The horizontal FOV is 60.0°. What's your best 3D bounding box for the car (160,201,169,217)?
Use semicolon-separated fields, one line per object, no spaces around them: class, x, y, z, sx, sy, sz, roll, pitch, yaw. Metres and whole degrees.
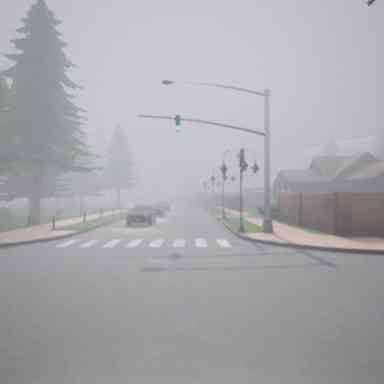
car;-3.969;1.959;36.424;1.895;1.301;4.718;0;-1;0

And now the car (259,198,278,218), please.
car;8.985;1.448;31.195;4.605;1.855;1.932;0;-1;0

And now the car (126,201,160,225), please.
car;-3.932;1.732;26.435;1.882;1.535;5.008;0;-1;0

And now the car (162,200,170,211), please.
car;-4.064;1.943;46.856;1.882;1.535;5.008;0;0;-1

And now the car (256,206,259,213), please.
car;8.580;1.477;33.706;3.866;1.878;1.905;0;-1;0
